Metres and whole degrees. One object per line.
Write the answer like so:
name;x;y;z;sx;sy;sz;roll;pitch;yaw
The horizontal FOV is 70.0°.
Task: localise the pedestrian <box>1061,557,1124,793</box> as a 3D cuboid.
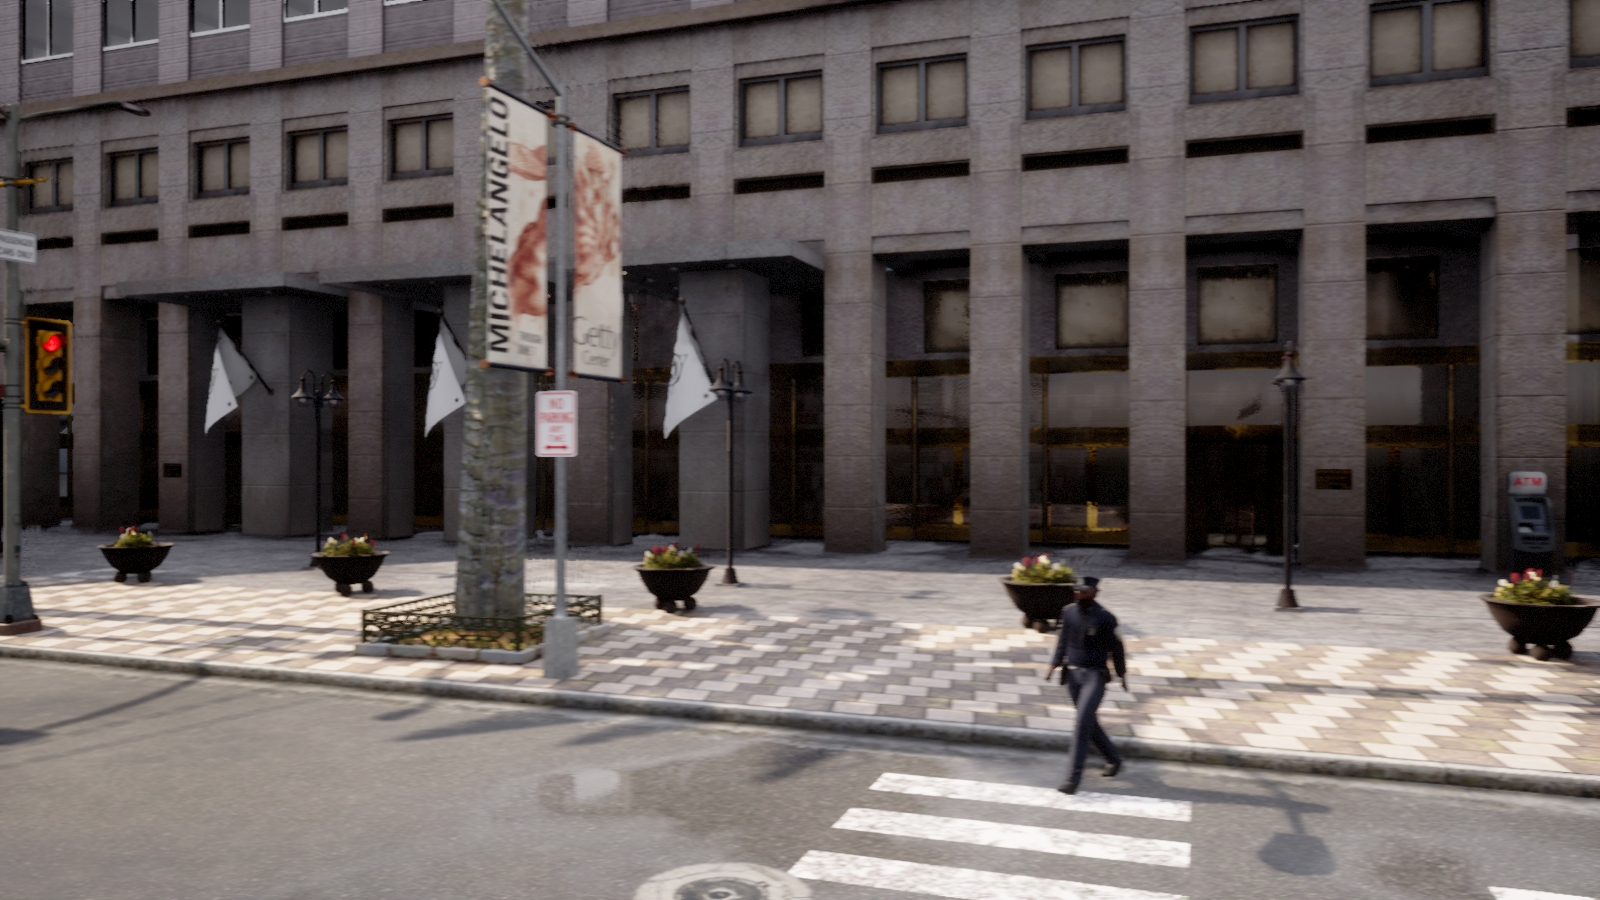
pedestrian;2.439;1.849;9.525;0.375;1.860;0.375;0;0;43
